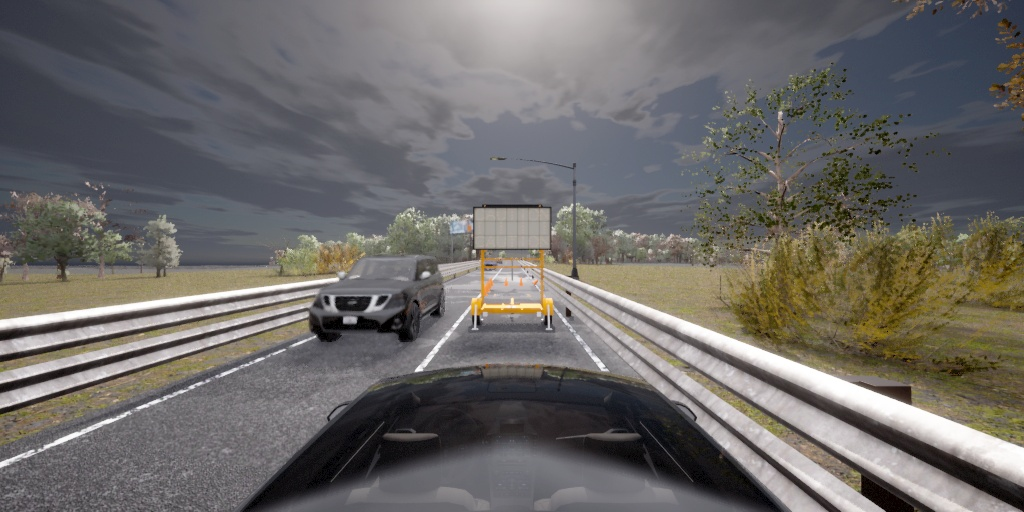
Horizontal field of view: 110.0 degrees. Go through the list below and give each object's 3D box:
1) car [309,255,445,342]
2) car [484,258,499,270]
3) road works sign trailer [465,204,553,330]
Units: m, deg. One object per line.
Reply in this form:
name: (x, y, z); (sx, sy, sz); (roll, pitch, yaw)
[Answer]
car: (-3.351, 0.974, 10.184); (2.150, 2.045, 5.566); (0, 0, 0)
car: (-3.350, 1.121, 51.932); (2.097, 1.767, 4.553); (0, 0, 0)
road works sign trailer: (0.009, 0.218, 11.109); (2.380, 3.560, 2.880); (0, 0, 0)
